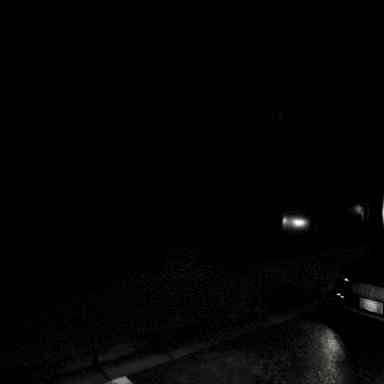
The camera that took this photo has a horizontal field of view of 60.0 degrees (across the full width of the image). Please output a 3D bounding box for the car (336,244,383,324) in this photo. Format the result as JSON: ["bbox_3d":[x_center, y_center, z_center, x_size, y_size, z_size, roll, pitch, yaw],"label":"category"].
[{"bbox_3d":[4.829,1.484,6.434,4.902,1.511,2.128,0,0,-32],"label":"car"}]
